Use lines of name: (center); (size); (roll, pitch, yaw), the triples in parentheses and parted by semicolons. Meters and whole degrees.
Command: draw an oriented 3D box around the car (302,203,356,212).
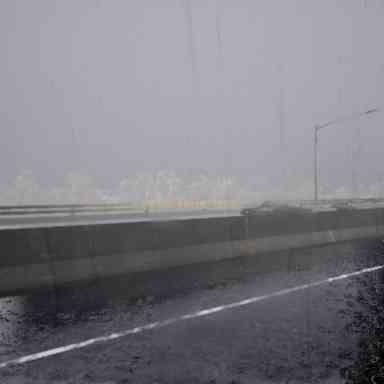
car: (10.213, 1.502, 23.741); (4.181, 1.385, 1.994); (0, 0, -34)

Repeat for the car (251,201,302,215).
car: (7.170, 1.529, 25.909); (4.718, 1.301, 1.895); (0, 0, -34)

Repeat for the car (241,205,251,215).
car: (6.341, 1.481, 29.573); (4.181, 1.385, 1.994); (0, 0, -34)
